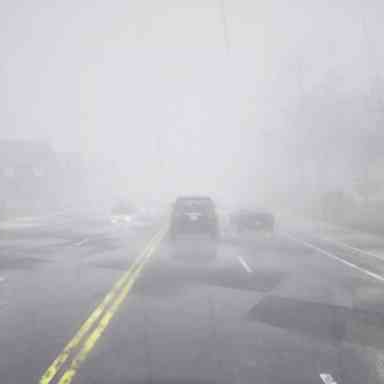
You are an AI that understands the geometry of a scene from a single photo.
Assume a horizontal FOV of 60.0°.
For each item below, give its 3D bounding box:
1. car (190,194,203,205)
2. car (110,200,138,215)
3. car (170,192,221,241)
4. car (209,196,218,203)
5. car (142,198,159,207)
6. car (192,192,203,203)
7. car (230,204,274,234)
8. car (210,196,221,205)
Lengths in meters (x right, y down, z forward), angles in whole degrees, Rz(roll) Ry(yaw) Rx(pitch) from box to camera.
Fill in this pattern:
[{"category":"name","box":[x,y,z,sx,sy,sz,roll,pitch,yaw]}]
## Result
[{"category":"car","box":[0.766,1.226,58.047,2.097,1.767,4.553,0,0,3]},{"category":"car","box":[-6.526,1.504,32.315,1.994,1.385,4.181,0,0,1]},{"category":"car","box":[0.095,1.191,16.701,2.150,2.045,5.566,0,0,0]},{"category":"car","box":[4.396,1.456,68.026,1.895,1.301,4.718,0,0,3]},{"category":"car","box":[-6.176,1.502,49.294,1.895,1.301,4.718,0,0,2]},{"category":"car","box":[1.150,1.052,68.185,2.150,2.045,5.566,0,0,3]},{"category":"car","box":[3.347,1.442,19.197,1.882,1.535,5.008,0,0,0]},{"category":"car","box":[4.006,1.397,57.811,1.812,1.442,4.674,0,0,3]}]
